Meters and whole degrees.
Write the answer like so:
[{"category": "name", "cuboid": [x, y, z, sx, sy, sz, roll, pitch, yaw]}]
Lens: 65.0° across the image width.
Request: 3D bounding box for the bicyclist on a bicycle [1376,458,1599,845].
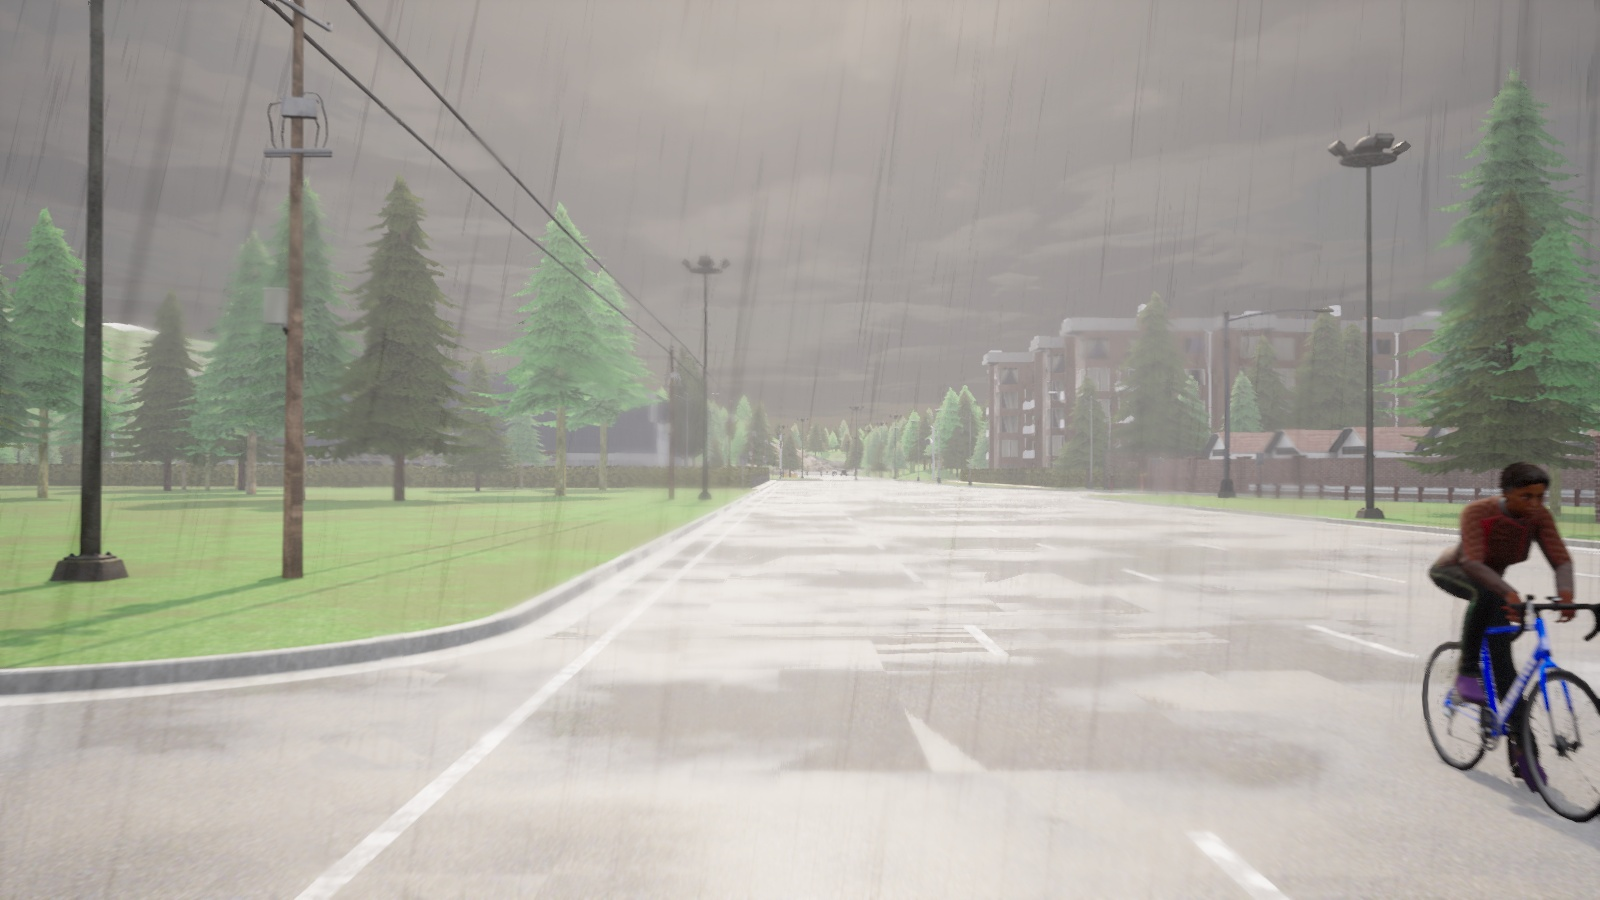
[{"category": "bicyclist on a bicycle", "cuboid": [3.485, 0.856, 6.110, 0.582, 1.620, 1.656, 0, -1, 0]}]
